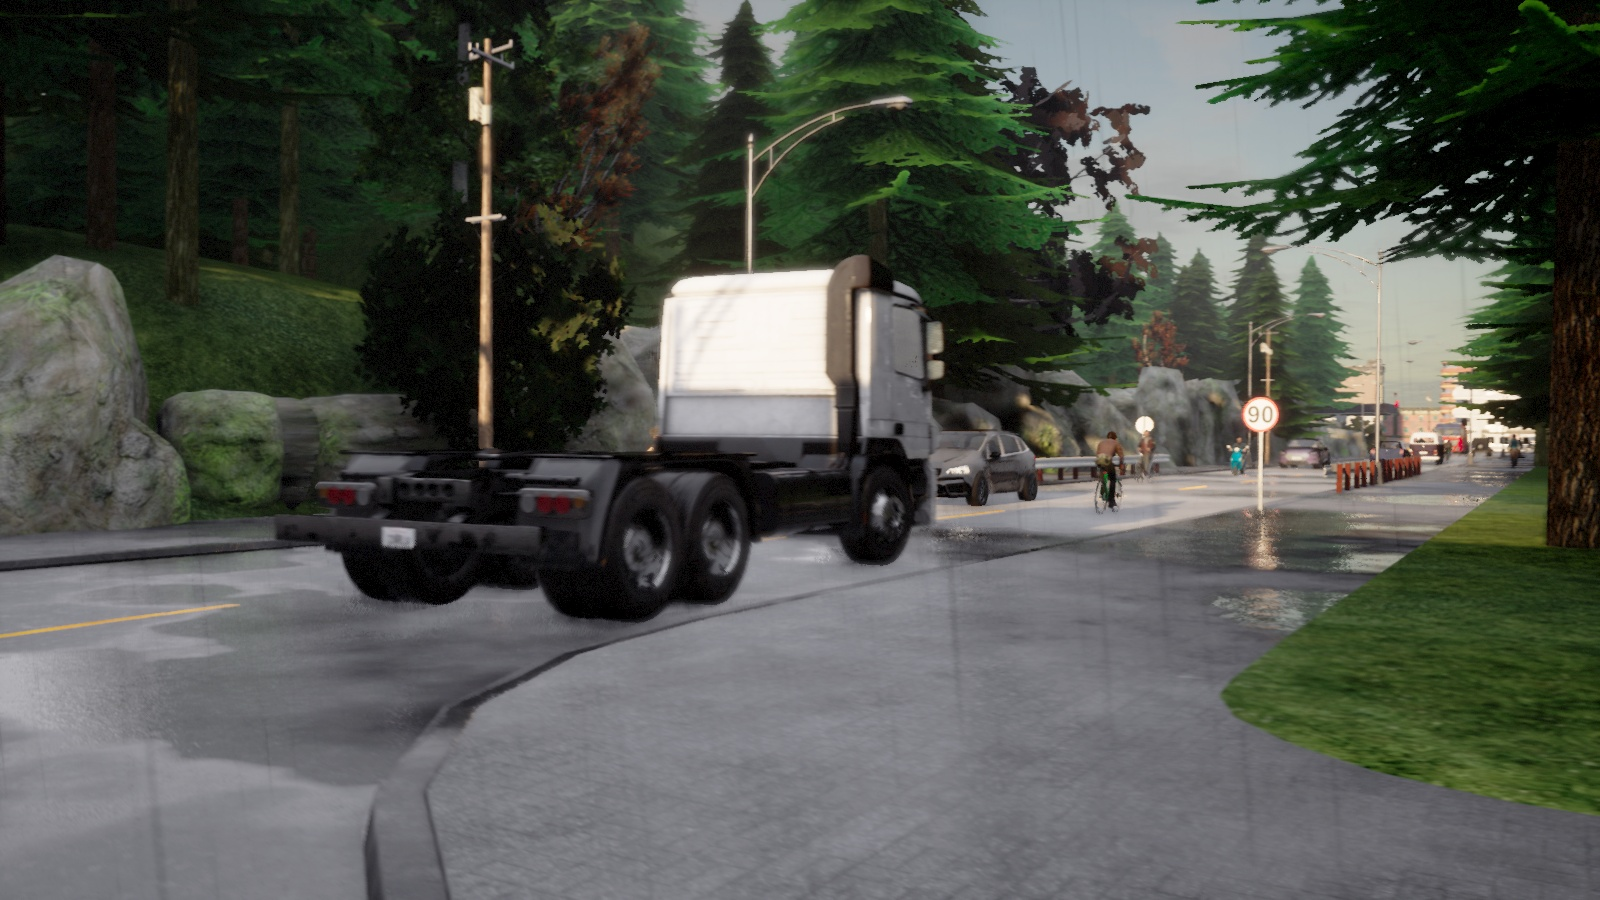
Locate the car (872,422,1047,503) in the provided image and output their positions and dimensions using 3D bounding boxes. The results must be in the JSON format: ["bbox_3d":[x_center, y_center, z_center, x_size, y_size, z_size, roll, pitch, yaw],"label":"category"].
[{"bbox_3d":[3.703,0.219,28.427,2.242,1.667,4.611,0,1,31],"label":"car"}]

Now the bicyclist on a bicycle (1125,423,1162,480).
[{"bbox_3d":[11.124,0.039,40.662,0.659,1.776,1.843,0,0,31],"label":"bicyclist on a bicycle"}]

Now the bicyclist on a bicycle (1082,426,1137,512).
[{"bbox_3d":[6.082,0.349,24.636,0.582,1.620,1.656,0,0,31],"label":"bicyclist on a bicycle"}]

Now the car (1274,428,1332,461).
[{"bbox_3d":[26.312,-0.321,65.554,2.033,1.649,4.856,0,1,31],"label":"car"}]

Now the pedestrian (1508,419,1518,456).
[{"bbox_3d":[38.137,-0.667,67.182,0.396,1.930,0.692,0,1,36],"label":"pedestrian"}]

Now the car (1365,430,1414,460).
[{"bbox_3d":[30.142,-0.257,64.149,1.845,1.501,3.633,0,1,31],"label":"car"}]

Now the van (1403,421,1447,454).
[{"bbox_3d":[39.806,-0.813,79.930,2.069,2.038,4.480,0,1,31],"label":"van"}]

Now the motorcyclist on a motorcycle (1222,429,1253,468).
[{"bbox_3d":[18.269,-0.076,52.417,0.866,1.590,1.817,0,1,31],"label":"motorcyclist on a motorcycle"}]

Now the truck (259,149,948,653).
[{"bbox_3d":[-1.202,-0.386,12.831,2.891,3.462,7.936,0,1,26],"label":"truck"}]
